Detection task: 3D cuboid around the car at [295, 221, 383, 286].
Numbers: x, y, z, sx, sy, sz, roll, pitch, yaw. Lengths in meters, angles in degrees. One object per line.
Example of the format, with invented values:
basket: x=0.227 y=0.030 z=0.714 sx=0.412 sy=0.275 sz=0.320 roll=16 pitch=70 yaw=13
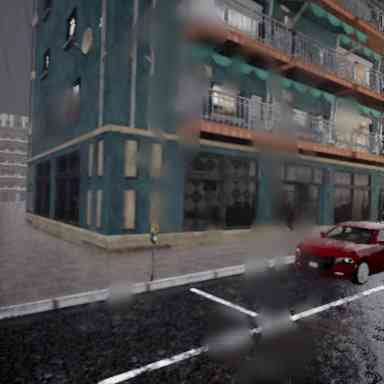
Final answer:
car: x=4.838 y=1.545 z=9.517 sx=4.507 sy=1.381 sz=1.887 roll=0 pitch=2 yaw=-35
